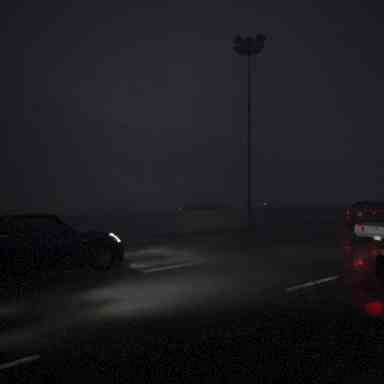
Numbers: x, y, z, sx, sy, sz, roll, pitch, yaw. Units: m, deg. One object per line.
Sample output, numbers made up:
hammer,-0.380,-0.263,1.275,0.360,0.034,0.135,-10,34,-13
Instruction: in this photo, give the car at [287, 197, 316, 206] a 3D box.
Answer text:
car,14.758,1.429,44.590,4.674,1.442,1.812,0,0,-35

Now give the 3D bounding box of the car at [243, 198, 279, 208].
car,9.447,1.461,45.127,5.357,1.411,2.033,0,0,-35

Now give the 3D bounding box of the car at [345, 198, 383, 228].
car,11.485,1.298,20.542,4.553,1.767,2.097,0,0,-36

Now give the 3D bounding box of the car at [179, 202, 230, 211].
car,1.135,1.553,30.604,4.718,1.301,1.895,0,0,-36

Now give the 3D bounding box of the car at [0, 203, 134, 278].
car,-4.250,1.347,9.313,4.553,1.767,2.097,0,0,-36

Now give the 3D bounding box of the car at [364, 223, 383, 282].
car,6.444,1.538,8.347,4.181,1.385,1.994,0,0,-36

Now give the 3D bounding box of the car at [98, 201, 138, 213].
car,-7.387,1.520,28.821,5.357,1.411,2.033,0,0,-36

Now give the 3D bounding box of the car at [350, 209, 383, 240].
car,9.270,1.560,14.664,4.718,1.301,1.895,0,0,-36

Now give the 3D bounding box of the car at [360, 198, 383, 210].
car,23.359,1.454,42.074,4.181,1.385,1.994,0,0,-35
